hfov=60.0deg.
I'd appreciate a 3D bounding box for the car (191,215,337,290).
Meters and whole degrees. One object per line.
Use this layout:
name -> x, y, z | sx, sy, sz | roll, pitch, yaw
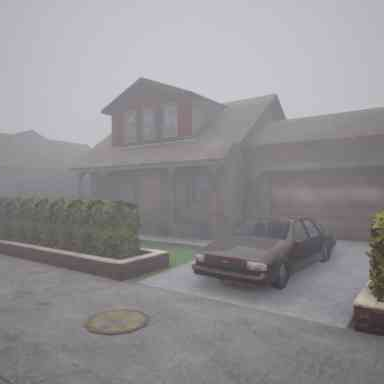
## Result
car -> 2.279, 1.356, 8.862 | 2.033, 1.415, 5.357 | 0, 0, 39
